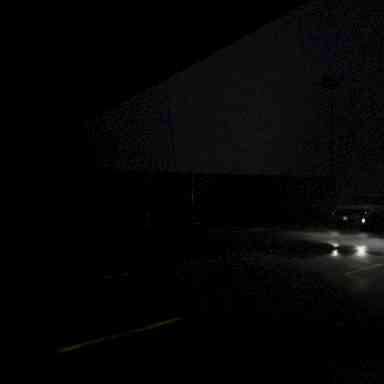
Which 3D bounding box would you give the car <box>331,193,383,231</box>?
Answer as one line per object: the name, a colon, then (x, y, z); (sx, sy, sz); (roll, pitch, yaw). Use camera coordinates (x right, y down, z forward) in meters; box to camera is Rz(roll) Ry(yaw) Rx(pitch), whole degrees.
car: (10.786, 1.105, 20.100); (5.566, 2.045, 2.150); (0, 0, -35)
